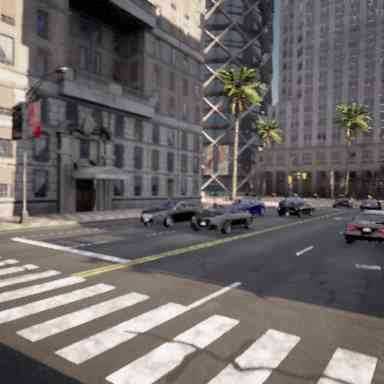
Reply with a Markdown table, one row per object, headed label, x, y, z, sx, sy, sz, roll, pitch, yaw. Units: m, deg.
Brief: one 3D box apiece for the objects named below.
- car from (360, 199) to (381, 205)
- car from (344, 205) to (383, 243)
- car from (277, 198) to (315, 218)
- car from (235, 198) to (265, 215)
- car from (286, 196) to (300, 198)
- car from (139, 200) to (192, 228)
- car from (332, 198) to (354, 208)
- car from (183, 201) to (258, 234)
| label | x | y | z | sx | sy | sz | roll | pitch | yaw |
| --- | --- | --- | --- | --- | --- | --- | --- | --- | --- |
| car | 21.496 | 1.525 | 39.987 | 1.994 | 1.385 | 4.181 | 2 | 1 | 36 |
| car | 8.262 | 1.535 | 15.060 | 2.033 | 1.411 | 5.357 | 1 | 1 | 35 |
| car | 8.973 | 1.454 | 28.612 | 1.895 | 1.301 | 4.718 | 1 | 1 | 35 |
| car | 4.578 | 1.251 | 28.440 | 1.882 | 1.535 | 5.008 | 1 | 1 | 35 |
| car | 11.472 | 1.273 | 38.174 | 1.882 | 1.535 | 5.008 | 1 | 1 | 35 |
| car | -1.101 | 1.249 | 20.289 | 2.128 | 1.511 | 4.902 | 1 | 1 | 35 |
| car | 20.105 | 1.454 | 44.204 | 1.994 | 1.385 | 4.181 | 2 | 1 | 36 |
| car | 1.687 | 1.396 | 18.174 | 1.994 | 1.385 | 4.181 | 1 | 1 | 35 |
